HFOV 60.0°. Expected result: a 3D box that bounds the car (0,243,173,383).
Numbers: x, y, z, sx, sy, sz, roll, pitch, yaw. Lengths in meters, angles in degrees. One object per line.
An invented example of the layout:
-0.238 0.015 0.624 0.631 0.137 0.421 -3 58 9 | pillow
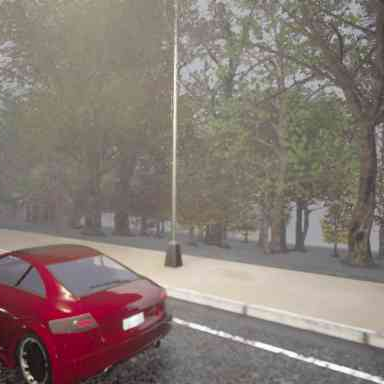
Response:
-2.344 1.532 5.233 4.181 1.385 1.994 0 0 35 | car
